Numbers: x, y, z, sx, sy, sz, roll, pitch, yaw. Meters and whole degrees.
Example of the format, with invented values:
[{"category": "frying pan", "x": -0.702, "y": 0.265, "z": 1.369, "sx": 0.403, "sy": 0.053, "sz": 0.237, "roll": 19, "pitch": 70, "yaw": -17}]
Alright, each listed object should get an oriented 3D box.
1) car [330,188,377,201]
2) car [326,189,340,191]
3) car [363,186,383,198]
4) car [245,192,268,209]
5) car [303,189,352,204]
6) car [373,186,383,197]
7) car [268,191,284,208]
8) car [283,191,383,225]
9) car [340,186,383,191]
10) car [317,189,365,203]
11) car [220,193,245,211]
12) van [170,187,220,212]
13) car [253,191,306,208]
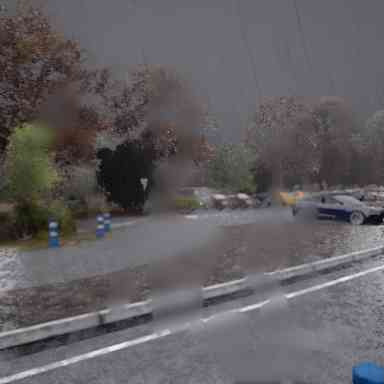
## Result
[{"category": "car", "x": 20.502, "y": 0.325, "z": 42.324, "sx": 2.231, "sy": 1.521, "sz": 4.892, "roll": -2, "pitch": 1, "yaw": -35}, {"category": "car", "x": 13.554, "y": 0.612, "z": 37.437, "sx": 2.163, "sy": 1.488, "sz": 4.792, "roll": -2, "pitch": 1, "yaw": -35}, {"category": "car", "x": 27.348, "y": -0.006, "z": 46.892, "sx": 1.946, "sy": 1.575, "sz": 5.366, "roll": -3, "pitch": 2, "yaw": -35}, {"category": "car", "x": 4.394, "y": 0.816, "z": 31.072, "sx": 2.002, "sy": 1.452, "sz": 4.674, "roll": -1, "pitch": 0, "yaw": -35}, {"category": "car", "x": 15.826, "y": 0.506, "z": 39.056, "sx": 2.097, "sy": 1.535, "sz": 5.008, "roll": -2, "pitch": 1, "yaw": -35}, {"category": "car", "x": 29.522, "y": -0.131, "z": 48.646, "sx": 2.097, "sy": 1.535, "sz": 5.008, "roll": -3, "pitch": 2, "yaw": -35}, {"category": "car", "x": 6.766, "y": 0.770, "z": 32.762, "sx": 2.163, "sy": 1.488, "sz": 4.792, "roll": -1, "pitch": 1, "yaw": -35}, {"category": "car", "x": 7.503, "y": 0.866, "z": 17.246, "sx": 2.163, "sy": 1.488, "sz": 4.792, "roll": -1, "pitch": 0, "yaw": -35}, {"category": "car", "x": 12.032, "y": 0.657, "z": 20.486, "sx": 2.185, "sy": 1.767, "sz": 4.553, "roll": -1, "pitch": 1, "yaw": -35}, {"category": "car", "x": 18.111, "y": 0.422, "z": 40.654, "sx": 2.097, "sy": 1.535, "sz": 5.008, "roll": -2, "pitch": 1, "yaw": -35}, {"category": "car", "x": 2.112, "y": 0.843, "z": 29.476, "sx": 2.002, "sy": 1.452, "sz": 4.674, "roll": -1, "pitch": 0, "yaw": -35}, {"category": "van", "x": -0.007, "y": 0.605, "z": 27.836, "sx": 1.878, "sy": 1.987, "sz": 4.442, "roll": -1, "pitch": 1, "yaw": -35}, {"category": "car", "x": 8.964, "y": 0.693, "z": 34.490, "sx": 1.946, "sy": 1.575, "sz": 5.366, "roll": -1, "pitch": 1, "yaw": -35}]
